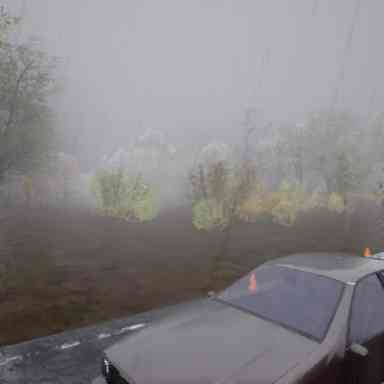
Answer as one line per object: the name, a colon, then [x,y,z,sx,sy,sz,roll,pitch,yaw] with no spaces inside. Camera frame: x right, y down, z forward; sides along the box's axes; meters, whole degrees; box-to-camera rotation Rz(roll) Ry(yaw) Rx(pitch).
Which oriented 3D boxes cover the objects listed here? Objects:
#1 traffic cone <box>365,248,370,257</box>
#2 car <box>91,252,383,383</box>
traffic cone: [5.173,1.949,9.800,0.340,0.580,0.340,0,0,-38]
car: [1.635,1.547,4.116,5.357,1.411,2.033,0,0,-37]
